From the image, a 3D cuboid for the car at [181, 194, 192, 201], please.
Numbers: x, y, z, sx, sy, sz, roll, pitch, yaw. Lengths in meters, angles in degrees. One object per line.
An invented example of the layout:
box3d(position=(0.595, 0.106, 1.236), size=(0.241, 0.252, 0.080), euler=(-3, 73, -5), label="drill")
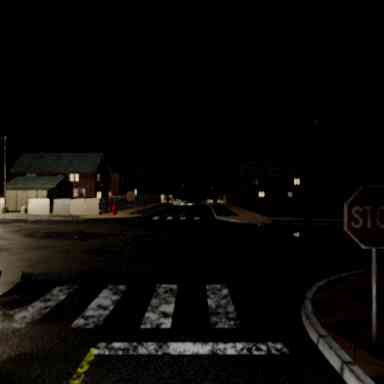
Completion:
box3d(position=(-1.140, 1.109, 71.052), size=(2.097, 1.767, 4.553), euler=(0, 0, 2), label="car")
